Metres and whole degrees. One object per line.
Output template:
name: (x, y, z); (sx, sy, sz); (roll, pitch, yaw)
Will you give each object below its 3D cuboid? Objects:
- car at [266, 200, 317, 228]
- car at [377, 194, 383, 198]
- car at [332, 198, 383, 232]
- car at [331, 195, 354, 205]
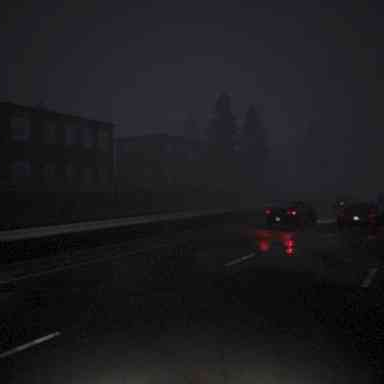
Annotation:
car: (5.817, 1.197, 19.283); (1.812, 1.442, 4.674); (1, 1, 35)
car: (18.604, 0.941, 31.518); (1.882, 1.535, 5.008); (1, 1, 35)
car: (9.297, 1.254, 18.149); (1.994, 1.385, 4.181); (1, 1, 35)
car: (15.081, 1.010, 32.585); (1.994, 1.385, 4.181); (1, 1, 35)
